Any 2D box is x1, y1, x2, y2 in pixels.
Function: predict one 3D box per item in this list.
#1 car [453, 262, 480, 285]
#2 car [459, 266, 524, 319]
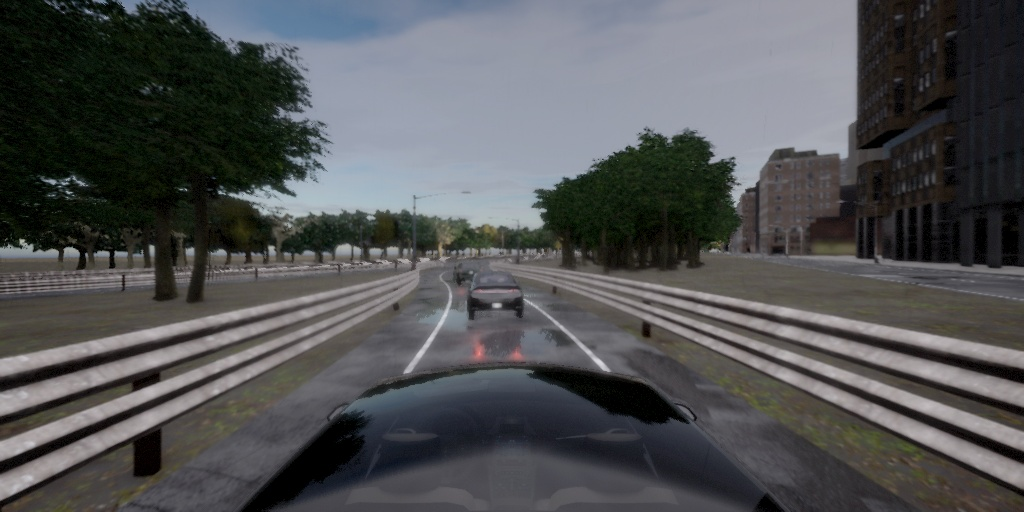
[{"bbox_3d":[-3.432,1.220,28.209,2.097,1.767,4.553,0,0,-13],"label":"car"},{"bbox_3d":[-0.699,1.299,13.258,2.128,1.511,4.902,0,0,-6],"label":"car"}]
